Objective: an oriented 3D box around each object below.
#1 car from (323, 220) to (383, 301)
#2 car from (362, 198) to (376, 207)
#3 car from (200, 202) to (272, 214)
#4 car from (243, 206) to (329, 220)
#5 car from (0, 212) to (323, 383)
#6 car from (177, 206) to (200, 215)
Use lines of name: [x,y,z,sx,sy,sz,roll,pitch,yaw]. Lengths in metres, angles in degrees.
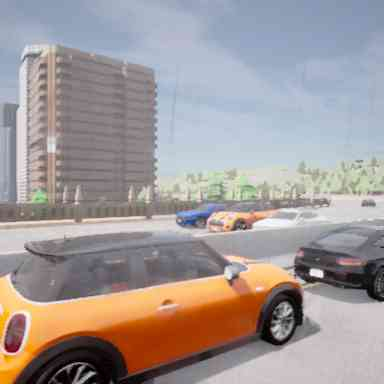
car: [4.509,1.550,8.386,4.674,1.442,1.812,0,0,-36]
car: [28.587,1.713,53.768,1.994,1.385,4.181,0,0,28]
car: [3.044,1.395,19.211,4.553,1.767,2.097,0,0,-37]
car: [4.926,1.565,16.229,4.674,1.442,1.812,0,0,-37]
car: [-0.395,1.361,4.878,4.553,1.767,2.097,0,0,-36]
car: [1.227,1.524,22.186,5.008,1.535,1.882,0,0,-37]
